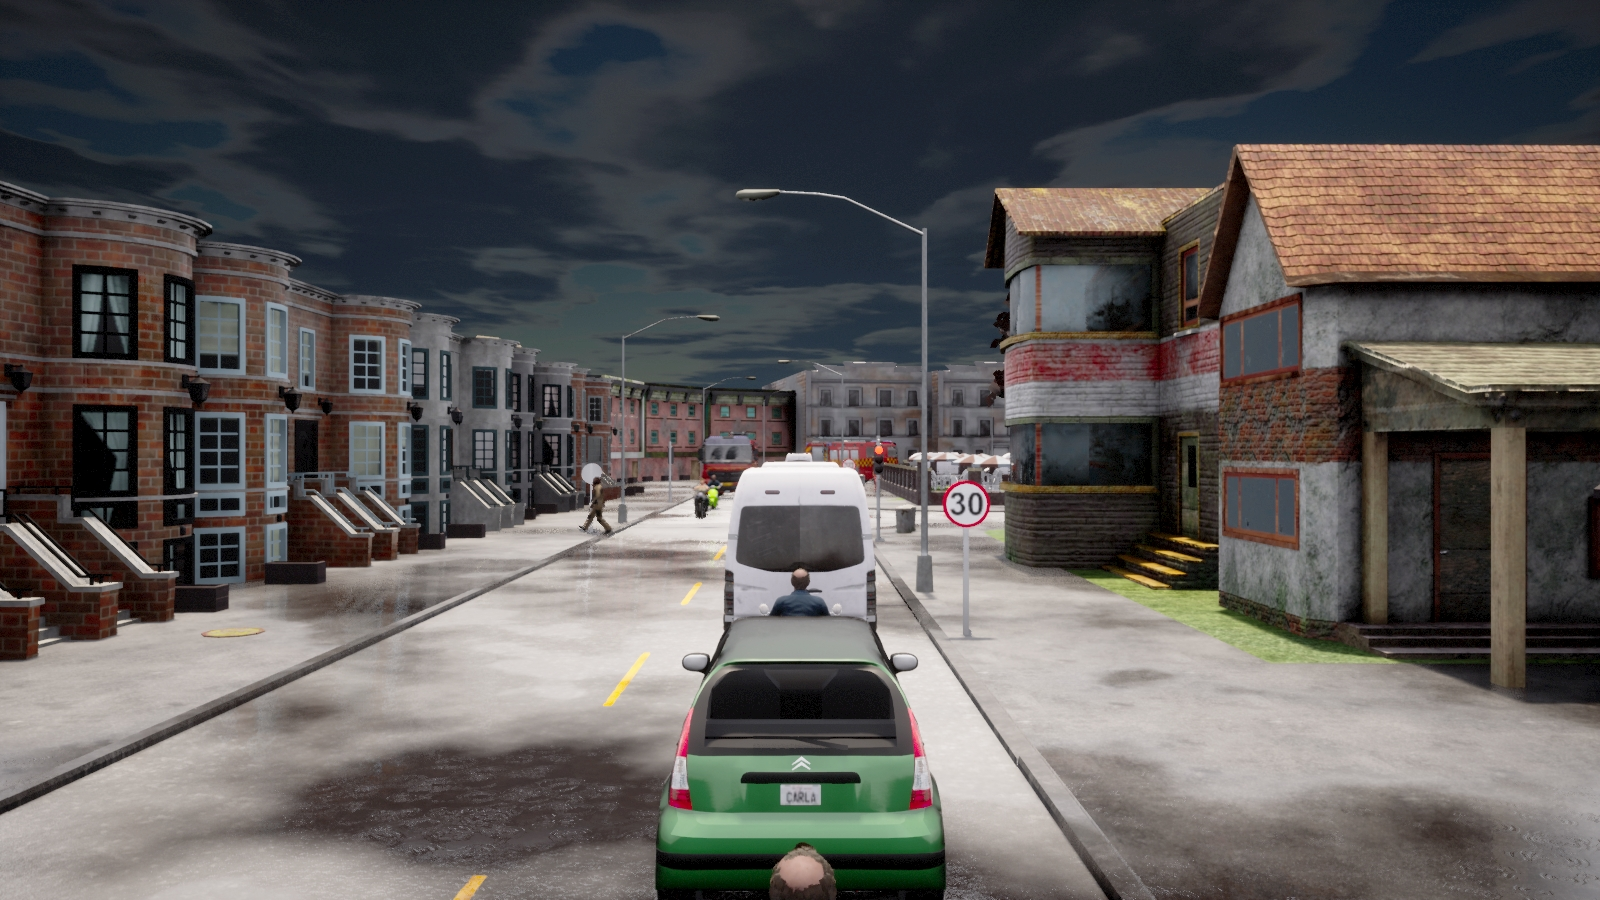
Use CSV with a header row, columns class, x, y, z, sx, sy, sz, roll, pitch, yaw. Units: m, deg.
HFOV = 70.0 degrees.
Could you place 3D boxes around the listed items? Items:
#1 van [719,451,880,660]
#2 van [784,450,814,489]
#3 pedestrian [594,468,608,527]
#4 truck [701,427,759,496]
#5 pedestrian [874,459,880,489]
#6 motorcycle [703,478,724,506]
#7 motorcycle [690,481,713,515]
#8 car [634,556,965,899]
class,x,y,z,sx,sy,sz,roll,pitch,yaw
van,-0.006,1.308,17.043,1.988,2.561,5.915,0,0,0
van,-0.059,1.282,76.773,1.988,2.561,5.915,0,-1,0
pedestrian,-6.300,1.512,36.234,0.375,1.860,0.375,0,0,-1
truck,-4.025,0.644,67.466,2.891,3.827,8.468,0,0,0
pedestrian,4.755,1.499,70.713,0.375,1.860,0.375,0,0,0
motorcycle,-4.007,1.942,52.968,0.856,1.236,1.805,0,0,0
motorcycle,-4.003,1.932,46.518,0.764,1.277,2.356,0,0,0
car,-0.003,1.776,8.385,1.851,1.617,3.988,0,0,0
